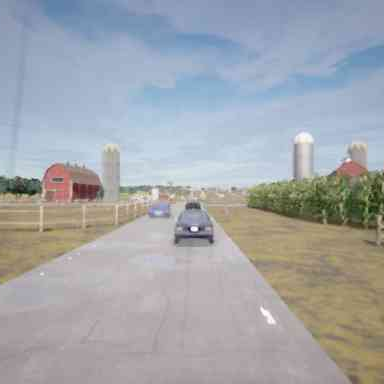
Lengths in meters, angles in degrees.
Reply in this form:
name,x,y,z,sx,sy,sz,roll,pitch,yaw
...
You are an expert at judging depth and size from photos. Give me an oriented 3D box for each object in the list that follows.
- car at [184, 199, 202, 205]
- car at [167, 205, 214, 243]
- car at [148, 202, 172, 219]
name,x,y,z,sx,sy,sz,roll,pitch,yaw
car,0.111,1.668,40.306,1.837,1.490,4.892,0,-1,0
car,0.099,1.576,16.246,2.033,1.411,5.357,0,0,0
car,-2.837,1.623,30.556,1.812,1.442,4.674,0,0,0
